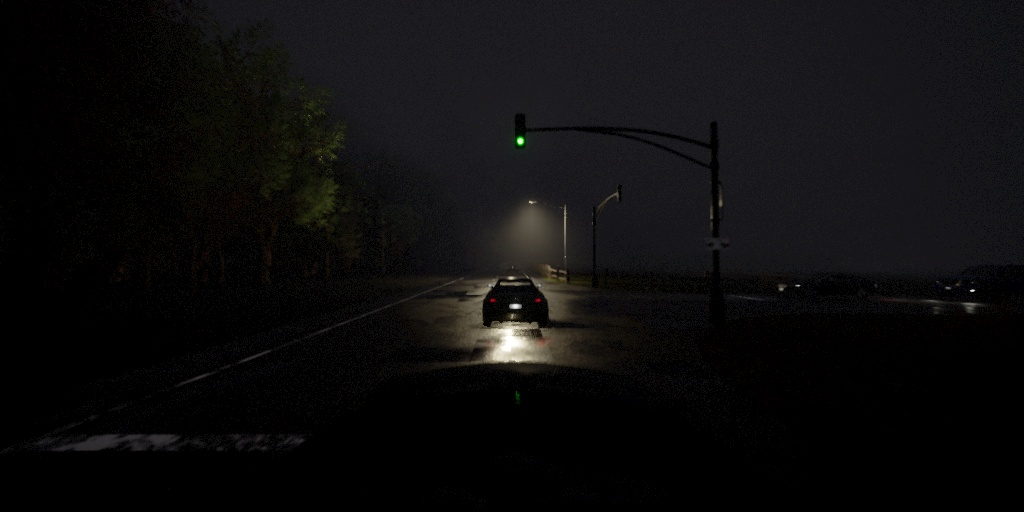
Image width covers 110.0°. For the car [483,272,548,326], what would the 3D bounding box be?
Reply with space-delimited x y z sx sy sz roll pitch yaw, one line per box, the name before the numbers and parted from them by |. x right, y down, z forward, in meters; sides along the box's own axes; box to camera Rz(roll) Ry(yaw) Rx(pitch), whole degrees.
car | 0.099 1.420 12.183 1.994 1.385 4.181 0 0 0

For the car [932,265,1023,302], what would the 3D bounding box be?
car | 27.859 1.521 20.622 5.566 2.045 2.150 1 -2 0

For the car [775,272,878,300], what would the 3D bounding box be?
car | 17.998 1.682 20.678 4.902 1.511 2.128 1 -2 1

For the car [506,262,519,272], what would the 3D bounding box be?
car | 0.090 1.816 54.036 2.033 1.411 5.357 0 -1 0
